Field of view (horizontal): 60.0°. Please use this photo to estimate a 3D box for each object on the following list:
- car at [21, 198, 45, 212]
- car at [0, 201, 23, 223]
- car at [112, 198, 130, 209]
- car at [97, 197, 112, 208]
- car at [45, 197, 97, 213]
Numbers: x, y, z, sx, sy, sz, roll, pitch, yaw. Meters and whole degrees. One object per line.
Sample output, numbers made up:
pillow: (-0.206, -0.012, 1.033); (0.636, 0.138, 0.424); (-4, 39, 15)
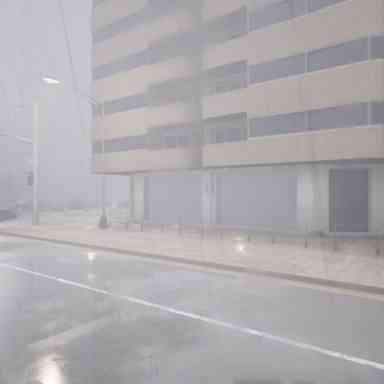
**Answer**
car: (-18.436, 1.504, 37.576); (1.837, 1.490, 4.892); (0, 0, 37)
car: (-15.439, 1.547, 23.658); (2.033, 1.411, 5.357); (0, 0, 37)
car: (-8.090, 1.477, 45.638); (1.882, 1.535, 5.008); (0, 0, 37)
car: (-12.916, 1.504, 45.010); (1.837, 1.490, 4.892); (0, 0, 37)
car: (-13.722, 1.504, 38.052); (1.837, 1.490, 4.892); (0, 0, 37)
